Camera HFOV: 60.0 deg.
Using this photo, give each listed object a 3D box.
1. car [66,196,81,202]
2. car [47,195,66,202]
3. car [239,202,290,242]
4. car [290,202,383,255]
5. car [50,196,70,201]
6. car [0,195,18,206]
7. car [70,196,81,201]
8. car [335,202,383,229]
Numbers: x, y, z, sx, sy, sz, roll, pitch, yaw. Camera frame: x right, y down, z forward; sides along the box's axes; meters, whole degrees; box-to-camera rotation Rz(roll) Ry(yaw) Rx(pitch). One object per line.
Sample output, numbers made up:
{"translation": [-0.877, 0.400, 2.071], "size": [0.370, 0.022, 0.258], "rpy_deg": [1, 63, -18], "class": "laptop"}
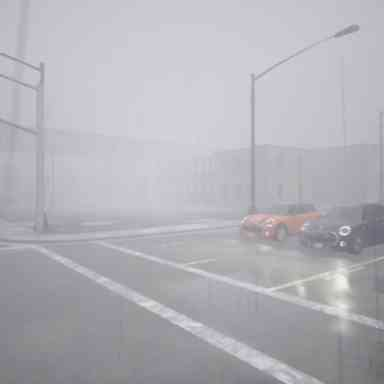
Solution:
{"translation": [-28.946, 1.759, 82.684], "size": [2.038, 1.542, 4.974], "rpy_deg": [0, 0, -7], "class": "car"}
{"translation": [-32.673, 1.762, 82.491], "size": [4.974, 1.542, 2.038], "rpy_deg": [0, 0, 23], "class": "car"}
{"translation": [4.410, 1.310, 16.184], "size": [4.553, 1.767, 2.097], "rpy_deg": [-1, 0, -37], "class": "car"}
{"translation": [6.268, 1.301, 13.200], "size": [4.553, 1.767, 2.097], "rpy_deg": [-1, 0, -37], "class": "car"}
{"translation": [-32.721, 1.604, 82.512], "size": [4.536, 1.218, 1.853], "rpy_deg": [0, 0, 23], "class": "car"}
{"translation": [-32.351, 1.454, 56.219], "size": [2.150, 2.045, 5.566], "rpy_deg": [0, 0, 27], "class": "car"}
{"translation": [-28.953, 1.602, 82.736], "size": [1.853, 1.218, 4.536], "rpy_deg": [0, 0, -7], "class": "car"}
{"translation": [11.282, 1.409, 21.426], "size": [4.181, 1.385, 1.994], "rpy_deg": [-1, 0, -37], "class": "car"}
